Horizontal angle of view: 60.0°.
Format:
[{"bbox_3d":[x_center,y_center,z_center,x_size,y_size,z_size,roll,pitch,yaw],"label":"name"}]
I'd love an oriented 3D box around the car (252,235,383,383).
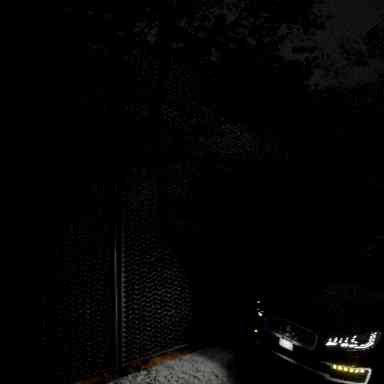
[{"bbox_3d":[3.066,1.514,5.251,4.892,1.490,1.837,0,0,-35],"label":"car"}]
